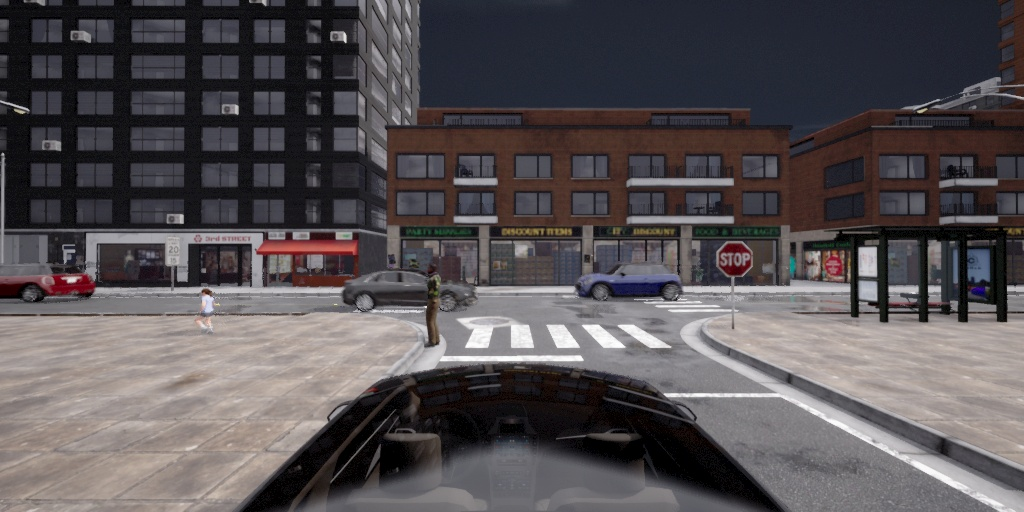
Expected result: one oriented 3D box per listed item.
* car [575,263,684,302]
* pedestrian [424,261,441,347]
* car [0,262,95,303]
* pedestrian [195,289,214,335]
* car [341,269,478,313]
[{"bbox_3d":[5.215,1.097,16.360,4.553,1.767,2.097,0,0,0],"label":"car"},{"bbox_3d":[-1.745,1.045,7.887,0.375,1.860,0.375,0,0,0],"label":"pedestrian"},{"bbox_3d":[-22.097,1.145,16.265,4.553,1.767,2.097,0,0,0],"label":"car"},{"bbox_3d":[-7.082,1.256,8.355,0.500,1.100,0.500,0,0,0],"label":"pedestrian"},{"bbox_3d":[-3.731,1.248,13.373,4.892,1.490,1.837,0,0,0],"label":"car"}]
